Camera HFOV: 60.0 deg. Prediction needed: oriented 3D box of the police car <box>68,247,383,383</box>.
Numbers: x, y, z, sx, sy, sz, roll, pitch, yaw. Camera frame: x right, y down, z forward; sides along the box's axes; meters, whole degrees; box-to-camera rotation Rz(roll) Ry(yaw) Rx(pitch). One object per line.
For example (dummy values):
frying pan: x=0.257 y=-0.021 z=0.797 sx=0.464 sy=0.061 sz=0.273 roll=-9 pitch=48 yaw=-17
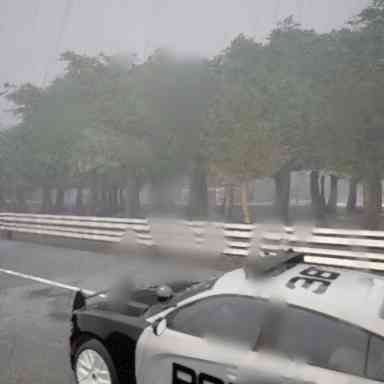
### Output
police car: x=0.713 y=1.442 z=3.360 sx=5.238 sy=1.638 sz=1.930 roll=-1 pitch=-1 yaw=35
